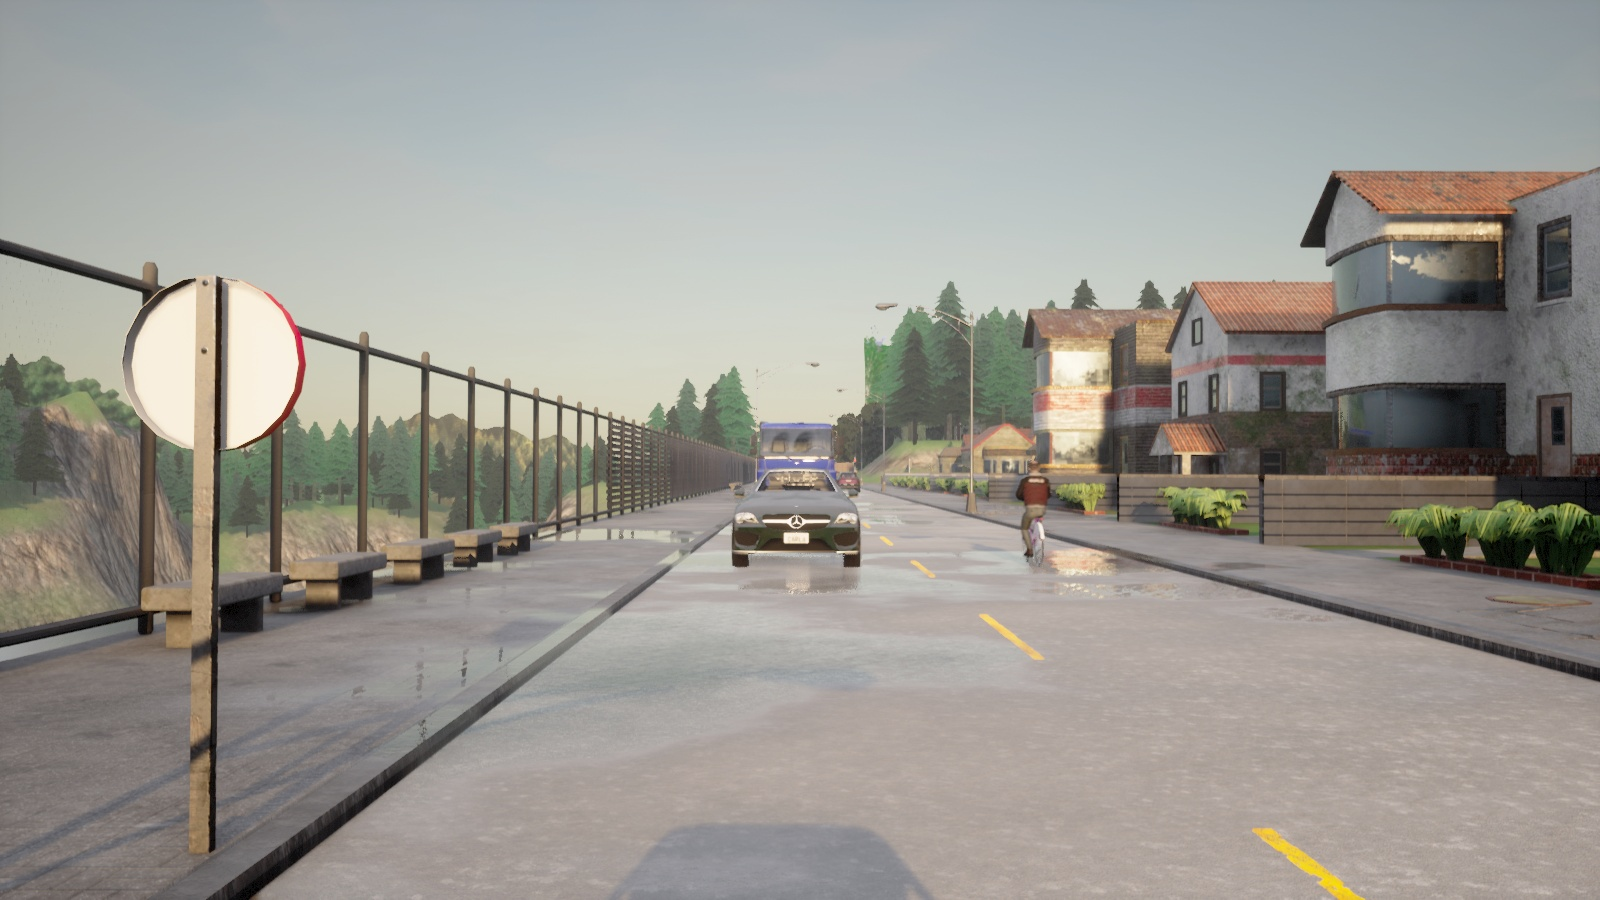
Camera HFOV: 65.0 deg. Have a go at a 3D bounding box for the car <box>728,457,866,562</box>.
[{"bbox_3d":[-0.056,0.976,22.214,2.152,1.651,5.027,0,-1,0],"label":"car"}]

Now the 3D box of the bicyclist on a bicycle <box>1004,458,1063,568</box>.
[{"bbox_3d":[3.946,1.037,21.349,0.659,1.776,1.843,0,-1,0],"label":"bicyclist on a bicycle"}]

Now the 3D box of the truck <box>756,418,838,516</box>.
[{"bbox_3d":[-0.124,0.666,48.487,2.891,3.462,7.936,0,-1,0],"label":"truck"}]
